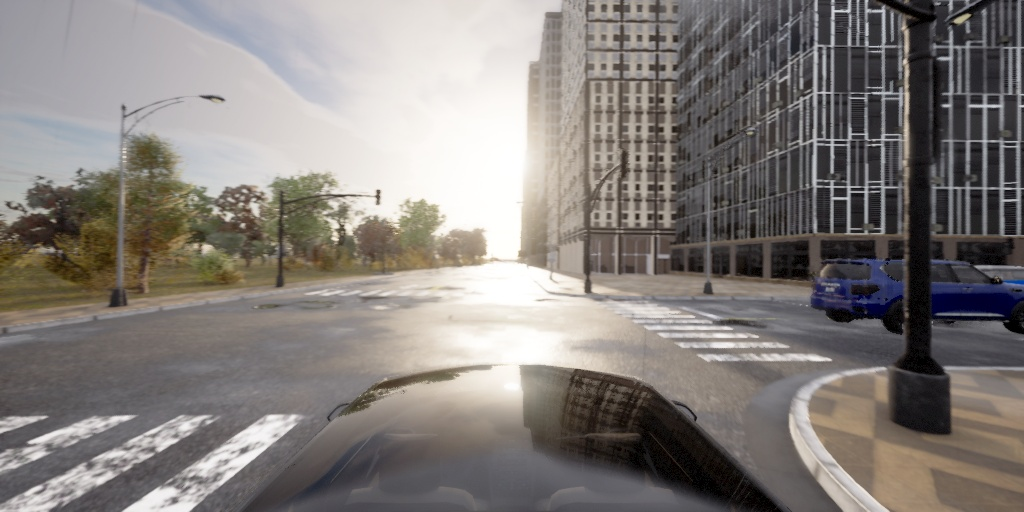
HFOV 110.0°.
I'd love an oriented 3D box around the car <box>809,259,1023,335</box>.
[{"bbox_3d":[12.145,1.106,10.657,5.566,2.045,2.150,0,-1,0],"label":"car"}]
